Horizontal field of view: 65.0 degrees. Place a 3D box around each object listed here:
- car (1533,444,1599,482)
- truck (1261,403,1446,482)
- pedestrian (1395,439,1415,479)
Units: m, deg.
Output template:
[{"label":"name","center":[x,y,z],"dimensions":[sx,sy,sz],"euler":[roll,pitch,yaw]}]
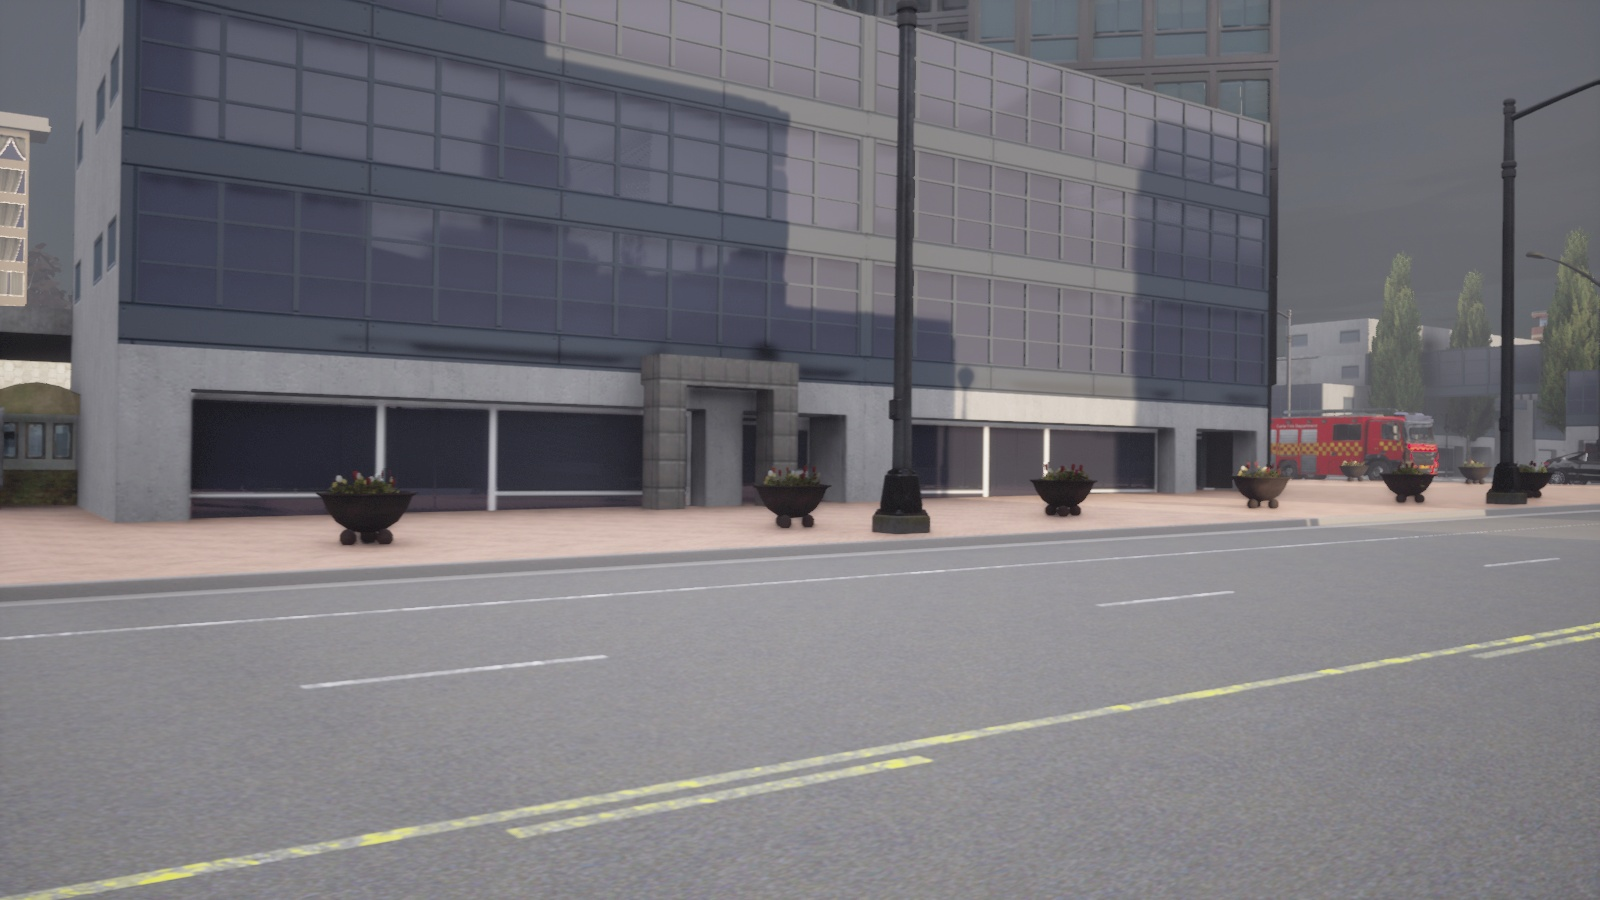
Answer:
[{"label":"car","center":[35.225,0.573,54.948],"dimensions":[2.152,1.651,5.027],"euler":[1,-1,-35]},{"label":"truck","center":[28.412,-0.332,64.880],"dimensions":[2.891,3.827,8.468],"euler":[1,0,-34]},{"label":"pedestrian","center":[27.947,0.429,57.997],"dimensions":[0.431,1.840,0.703],"euler":[1,-1,-36]}]
